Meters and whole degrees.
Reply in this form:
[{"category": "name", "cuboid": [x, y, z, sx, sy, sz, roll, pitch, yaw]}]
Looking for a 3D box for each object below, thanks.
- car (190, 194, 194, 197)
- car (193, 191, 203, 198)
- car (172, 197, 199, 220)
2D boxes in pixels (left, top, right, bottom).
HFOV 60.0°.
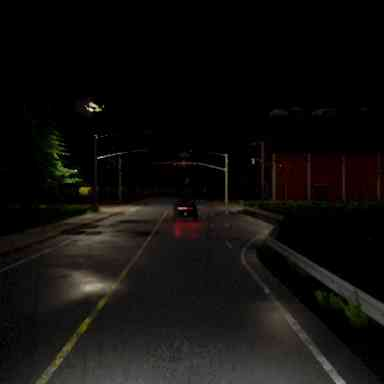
[{"category": "car", "cuboid": [-1.067, 1.342, 42.188, 1.837, 1.490, 4.892, 0, 1, -2]}, {"category": "car", "cuboid": [1.279, 0.749, 92.683, 1.905, 1.878, 3.866, -8, 4, -44]}, {"category": "car", "cuboid": [-0.540, 1.378, 26.555, 2.128, 1.511, 4.902, 0, 0, -2]}]
